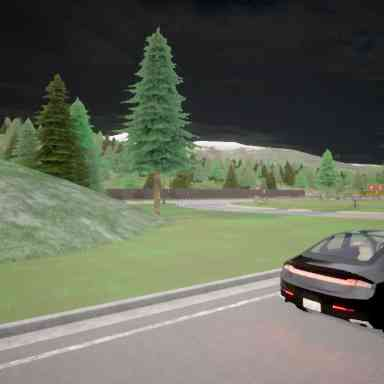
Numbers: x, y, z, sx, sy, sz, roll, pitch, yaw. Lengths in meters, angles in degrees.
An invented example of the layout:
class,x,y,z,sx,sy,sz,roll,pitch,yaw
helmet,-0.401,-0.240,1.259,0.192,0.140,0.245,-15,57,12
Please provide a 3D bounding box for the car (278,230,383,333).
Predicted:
class,x,y,z,sx,sy,sz,roll,pitch,yaw
car,3.780,1.491,6.424,4.902,1.511,2.128,0,0,-35
